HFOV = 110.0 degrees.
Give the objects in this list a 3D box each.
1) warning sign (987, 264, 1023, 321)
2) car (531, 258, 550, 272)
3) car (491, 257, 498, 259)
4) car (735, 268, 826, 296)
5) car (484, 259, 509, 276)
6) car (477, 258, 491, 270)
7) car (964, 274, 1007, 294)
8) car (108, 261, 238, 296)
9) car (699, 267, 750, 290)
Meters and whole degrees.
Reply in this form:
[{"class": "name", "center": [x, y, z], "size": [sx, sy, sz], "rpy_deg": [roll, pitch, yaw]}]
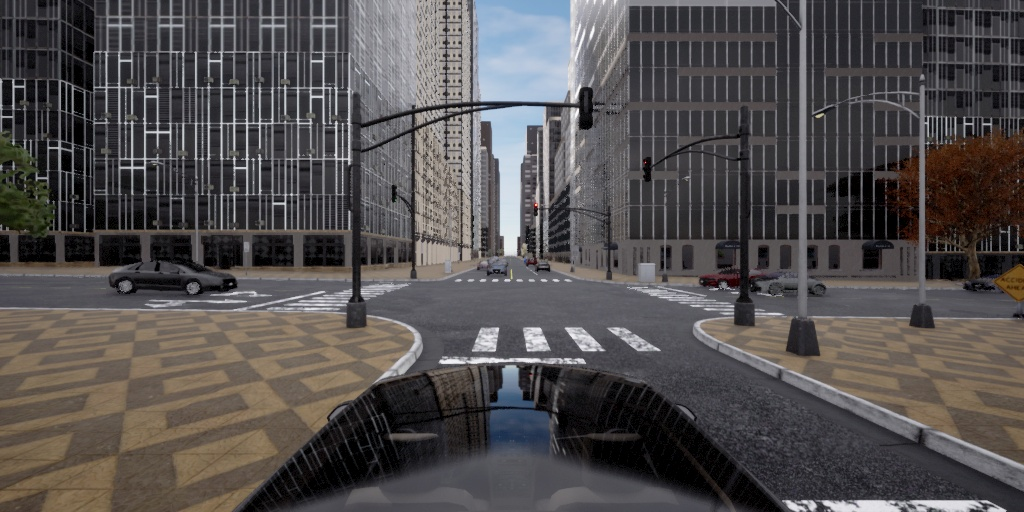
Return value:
[{"class": "warning sign", "center": [17.269, 1.204, 12.200], "size": [1.060, 1.860, 1.300], "rpy_deg": [0, 0, -3]}, {"class": "car", "center": [3.903, 1.329, 45.995], "size": [1.948, 1.339, 4.313], "rpy_deg": [0, 0, 0]}, {"class": "car", "center": [-1.570, 1.267, 49.109], "size": [1.837, 1.490, 4.892], "rpy_deg": [0, 0, 0]}, {"class": "car", "center": [16.320, 1.632, 21.616], "size": [4.181, 1.385, 1.994], "rpy_deg": [1, 0, -3]}, {"class": "car", "center": [-1.516, 1.331, 37.060], "size": [1.994, 1.385, 4.181], "rpy_deg": [0, 0, 0]}, {"class": "car", "center": [-4.053, 1.342, 51.484], "size": [1.802, 1.307, 4.207], "rpy_deg": [0, 0, 0]}, {"class": "car", "center": [35.346, 1.972, 25.754], "size": [4.181, 1.385, 1.994], "rpy_deg": [1, 0, -3]}, {"class": "car", "center": [-15.586, 0.991, 16.665], "size": [4.892, 1.490, 1.837], "rpy_deg": [2, 0, -3]}, {"class": "car", "center": [15.610, 1.533, 24.837], "size": [5.008, 1.535, 1.882], "rpy_deg": [1, 0, -3]}]
